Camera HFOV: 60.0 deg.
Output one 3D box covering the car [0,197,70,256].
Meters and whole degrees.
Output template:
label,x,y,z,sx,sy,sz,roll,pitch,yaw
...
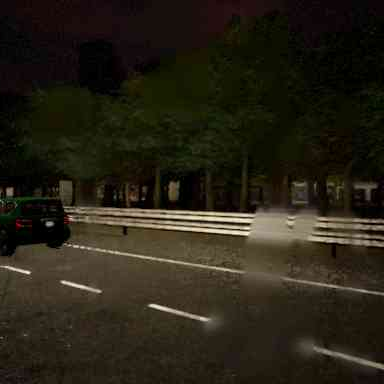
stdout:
label,x,y,z,sx,sy,sz,roll,pitch,yaw
car,-7.214,1.226,13.313,5.566,2.045,2.150,0,0,36
